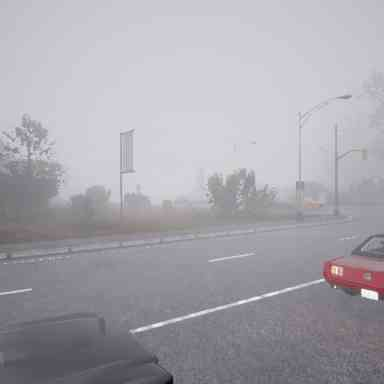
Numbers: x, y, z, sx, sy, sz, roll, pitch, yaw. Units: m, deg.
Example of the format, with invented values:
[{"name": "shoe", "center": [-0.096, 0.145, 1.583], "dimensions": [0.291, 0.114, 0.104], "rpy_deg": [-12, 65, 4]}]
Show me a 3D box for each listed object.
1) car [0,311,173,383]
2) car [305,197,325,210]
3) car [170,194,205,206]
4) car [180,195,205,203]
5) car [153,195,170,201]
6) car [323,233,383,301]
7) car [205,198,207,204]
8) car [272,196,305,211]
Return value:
[{"name": "car", "center": [-2.394, 1.601, 2.028], "dimensions": [4.718, 1.301, 1.895], "rpy_deg": [0, 0, -36]}, {"name": "car", "center": [12.766, 1.252, 38.413], "dimensions": [1.882, 1.535, 5.008], "rpy_deg": [-1, 0, -39]}, {"name": "car", "center": [-0.695, 1.164, 49.556], "dimensions": [2.097, 1.767, 4.553], "rpy_deg": [-1, 0, -39]}, {"name": "car", "center": [0.018, 1.276, 65.724], "dimensions": [2.033, 1.411, 5.357], "rpy_deg": [-1, 0, -38]}, {"name": "car", "center": [-6.714, 1.330, 73.992], "dimensions": [1.895, 1.301, 4.718], "rpy_deg": [-1, 0, -38]}, {"name": "car", "center": [5.054, 1.570, 7.366], "dimensions": [4.718, 1.301, 1.895], "rpy_deg": [0, 0, -36]}, {"name": "car", "center": [1.101, 1.330, 52.904], "dimensions": [2.033, 1.411, 5.357], "rpy_deg": [-1, 0, -39]}, {"name": "car", "center": [9.582, 1.404, 36.784], "dimensions": [1.895, 1.301, 4.718], "rpy_deg": [-1, 0, -39]}]
